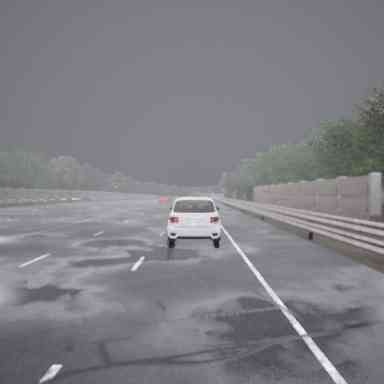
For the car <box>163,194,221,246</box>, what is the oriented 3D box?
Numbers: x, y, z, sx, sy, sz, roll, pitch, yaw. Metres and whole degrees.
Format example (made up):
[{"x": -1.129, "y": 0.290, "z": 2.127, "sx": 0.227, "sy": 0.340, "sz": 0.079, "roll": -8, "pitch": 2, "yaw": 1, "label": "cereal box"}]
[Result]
[{"x": 0.112, "y": 1.239, "z": 15.385, "sx": 2.150, "sy": 2.045, "sz": 5.566, "roll": 0, "pitch": 0, "yaw": 1, "label": "car"}]

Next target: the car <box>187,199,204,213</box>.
[{"x": 0.391, "y": 1.582, "z": 39.137, "sx": 1.882, "sy": 1.535, "sz": 5.008, "roll": 0, "pitch": 0, "yaw": 1, "label": "car"}]

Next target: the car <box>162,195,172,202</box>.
[{"x": -6.070, "y": 1.596, "z": 81.192, "sx": 2.097, "sy": 1.767, "sz": 4.553, "roll": 0, "pitch": 0, "yaw": 2, "label": "car"}]

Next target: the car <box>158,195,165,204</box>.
[{"x": -6.215, "y": 1.605, "z": 72.440, "sx": 2.097, "sy": 1.767, "sz": 4.553, "roll": 0, "pitch": 0, "yaw": 1, "label": "car"}]

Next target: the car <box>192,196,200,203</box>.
[{"x": 0.929, "y": 1.750, "z": 81.067, "sx": 1.837, "sy": 1.490, "sz": 4.892, "roll": 0, "pitch": 0, "yaw": 2, "label": "car"}]

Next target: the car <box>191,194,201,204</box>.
[{"x": 0.802, "y": 1.489, "z": 73.810, "sx": 2.150, "sy": 2.045, "sz": 5.566, "roll": 0, "pitch": 0, "yaw": 1, "label": "car"}]

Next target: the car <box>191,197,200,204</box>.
[{"x": 0.776, "y": 1.792, "z": 71.574, "sx": 2.033, "sy": 1.411, "sz": 5.357, "roll": 0, "pitch": 0, "yaw": 1, "label": "car"}]
